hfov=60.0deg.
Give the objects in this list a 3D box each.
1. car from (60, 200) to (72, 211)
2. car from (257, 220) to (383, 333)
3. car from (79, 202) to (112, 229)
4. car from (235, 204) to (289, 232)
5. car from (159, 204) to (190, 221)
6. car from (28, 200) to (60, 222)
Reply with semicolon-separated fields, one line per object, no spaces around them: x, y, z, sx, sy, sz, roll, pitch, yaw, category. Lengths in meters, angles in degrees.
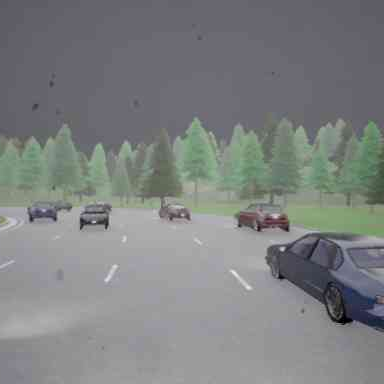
-18.418;1.868;45.548;4.902;1.511;2.128;0;-1;36;car
3.248;1.606;7.240;2.033;1.411;5.357;0;0;-5;car
-6.825;1.684;23.279;2.128;1.511;4.902;0;0;-16;car
4.382;1.524;21.472;2.097;1.767;4.553;0;-1;-13;car
-1.574;1.767;29.699;1.812;1.442;4.674;0;0;-21;car
-13.234;1.595;29.333;2.097;1.767;4.553;0;-1;-28;car
